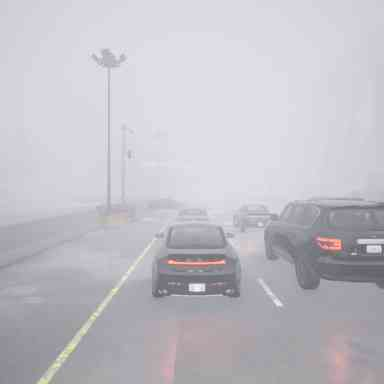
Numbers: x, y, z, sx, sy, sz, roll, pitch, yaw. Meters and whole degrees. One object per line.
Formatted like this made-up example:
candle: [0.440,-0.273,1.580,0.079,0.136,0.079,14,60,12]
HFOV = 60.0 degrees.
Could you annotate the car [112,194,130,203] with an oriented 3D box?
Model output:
car: [-14.092,1.523,66.619,1.994,1.385,4.181,0,0,0]

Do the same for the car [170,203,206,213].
car: [0.064,1.547,18.682,2.033,1.411,5.357,0,0,0]

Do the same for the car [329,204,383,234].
car: [10.566,1.547,20.561,2.033,1.411,5.357,0,0,0]

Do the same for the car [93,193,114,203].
car: [-17.592,1.311,66.660,2.097,1.767,4.553,0,0,0]

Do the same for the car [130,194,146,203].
car: [-10.592,1.485,66.607,1.812,1.442,4.674,0,0,0]

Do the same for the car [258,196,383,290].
car: [3.584,1.221,9.261,2.150,2.045,5.566,0,0,0]

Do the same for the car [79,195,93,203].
car: [-21.090,1.452,66.904,1.882,1.535,5.008,0,0,0]

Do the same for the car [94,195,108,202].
car: [-21.032,1.467,76.763,1.994,1.385,4.181,0,0,0]

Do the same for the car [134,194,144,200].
car: [-13.965,1.309,87.266,1.837,1.490,4.892,0,1,0]

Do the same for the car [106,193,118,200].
car: [-20.966,1.168,87.061,2.097,1.767,4.553,0,1,0]

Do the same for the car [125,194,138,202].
car: [-14.031,1.268,76.868,2.097,1.767,4.553,0,0,0]

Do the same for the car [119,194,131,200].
car: [-17.467,1.355,86.879,2.033,1.411,5.357,0,1,0]

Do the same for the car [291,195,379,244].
car: [7.063,1.221,17.260,2.150,2.045,5.566,0,0,0]

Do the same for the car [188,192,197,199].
car: [0.088,0.917,95.549,2.150,2.045,5.566,0,1,0]

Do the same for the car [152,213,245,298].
car: [0.084,1.505,8.519,1.837,1.490,4.892,0,0,0]

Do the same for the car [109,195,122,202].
car: [-17.533,1.468,76.521,1.994,1.385,4.181,0,0,0]

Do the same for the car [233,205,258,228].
car: [3.567,1.491,19.820,2.128,1.511,4.902,0,0,0]

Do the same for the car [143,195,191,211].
car: [-3.000,1.508,40.369,4.892,1.490,1.837,0,2,-28]
